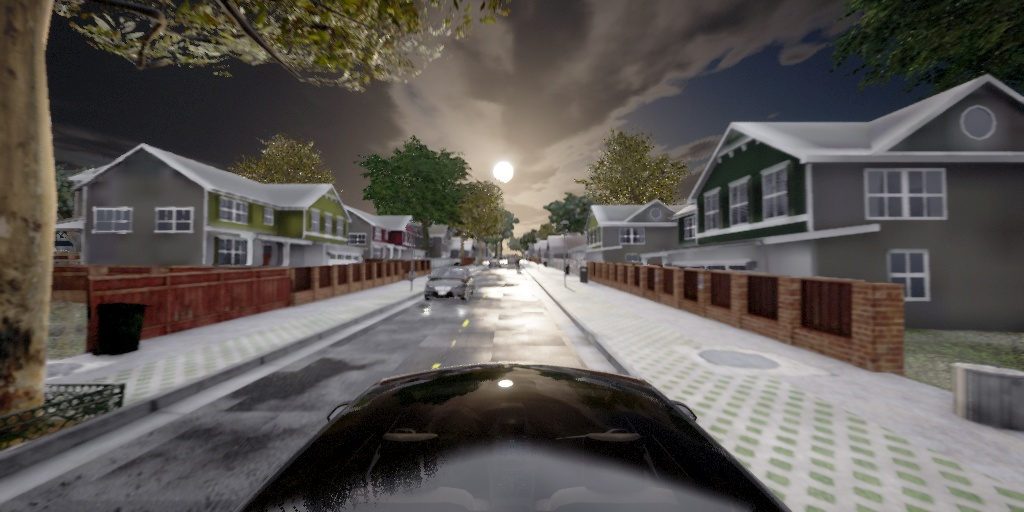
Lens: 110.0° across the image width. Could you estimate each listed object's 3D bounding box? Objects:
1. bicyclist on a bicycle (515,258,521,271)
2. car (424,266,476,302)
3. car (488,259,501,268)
[{"bbox_3d":[0.745,1.058,45.012,0.659,1.776,1.843,0,0,0],"label":"bicyclist on a bicycle"},{"bbox_3d":[-2.853,1.251,17.186,2.128,1.511,4.902,0,0,0],"label":"car"},{"bbox_3d":[-2.820,1.182,57.980,1.812,1.442,4.674,0,0,0],"label":"car"}]
